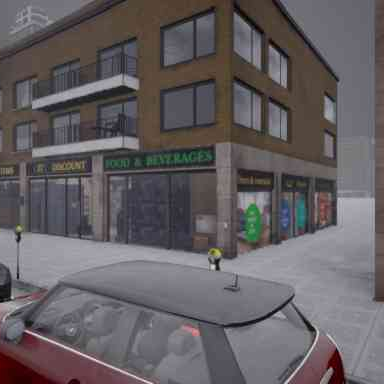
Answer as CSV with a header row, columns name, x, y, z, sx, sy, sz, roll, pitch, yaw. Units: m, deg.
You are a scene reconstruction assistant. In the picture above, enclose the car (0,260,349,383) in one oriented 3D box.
name,x,y,z,sx,sy,sz,roll,pitch,yaw
car,-0.722,1.440,3.318,4.097,1.590,1.967,0,0,35
